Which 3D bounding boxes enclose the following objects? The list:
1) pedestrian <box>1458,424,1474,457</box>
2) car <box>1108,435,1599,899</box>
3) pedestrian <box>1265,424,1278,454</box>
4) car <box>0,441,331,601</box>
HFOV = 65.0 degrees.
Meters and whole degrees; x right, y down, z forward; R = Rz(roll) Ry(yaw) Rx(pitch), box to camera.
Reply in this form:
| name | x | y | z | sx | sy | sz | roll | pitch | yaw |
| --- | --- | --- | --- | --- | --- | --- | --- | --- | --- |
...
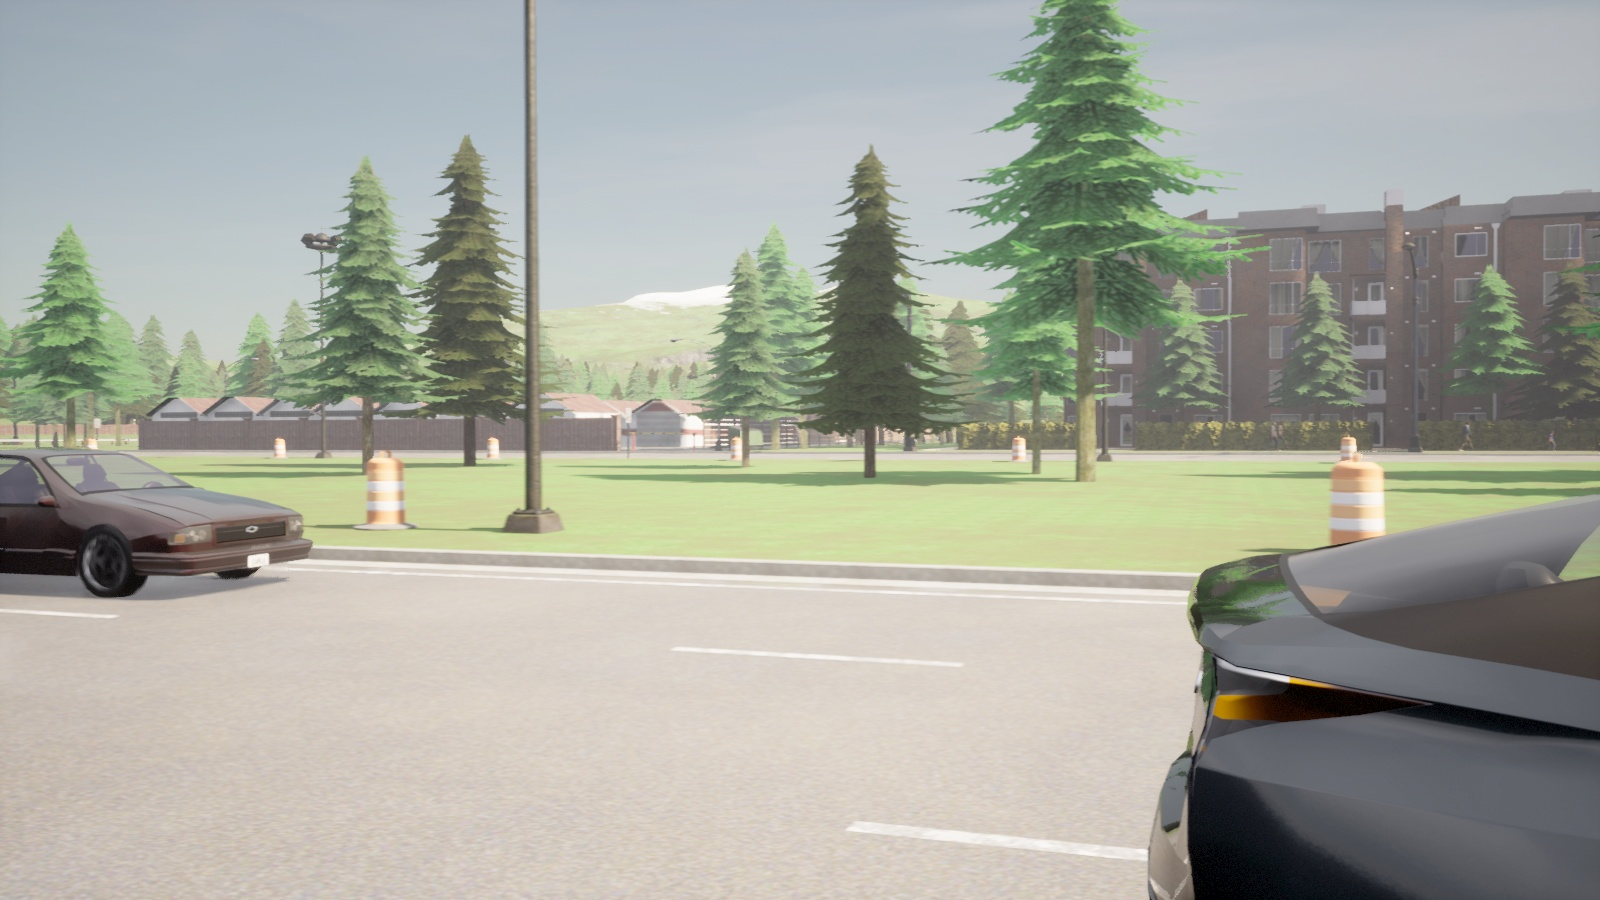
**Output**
| name | x | y | z | sx | sy | sz | roll | pitch | yaw |
| --- | --- | --- | --- | --- | --- | --- | --- | --- | --- |
| pedestrian | 39.185 | -0.580 | 73.887 | 0.788 | 1.949 | 0.423 | 1 | 1 | 19 |
| car | 2.943 | 0.749 | 2.202 | 4.514 | 1.525 | 2.007 | 1 | 1 | 19 |
| pedestrian | 29.039 | -0.674 | 77.320 | 0.694 | 1.848 | 0.540 | 1 | 1 | 18 |
| car | -7.836 | 0.633 | 13.215 | 5.357 | 1.411 | 2.033 | 1 | 1 | 19 |
